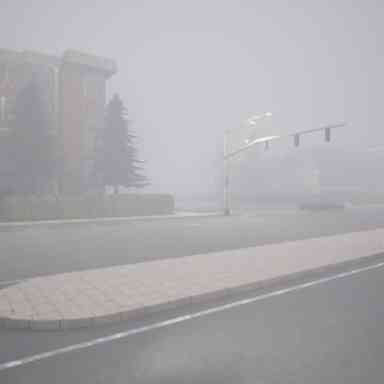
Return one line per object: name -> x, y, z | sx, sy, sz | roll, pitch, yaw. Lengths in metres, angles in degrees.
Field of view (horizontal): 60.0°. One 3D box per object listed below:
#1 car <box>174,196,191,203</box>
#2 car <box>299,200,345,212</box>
car -> -2.200, 1.564, 67.570 | 1.994, 1.385, 4.181 | 0, 0, -43
car -> 14.594, 1.602, 37.623 | 4.718, 1.301, 1.895 | 0, 0, 10
